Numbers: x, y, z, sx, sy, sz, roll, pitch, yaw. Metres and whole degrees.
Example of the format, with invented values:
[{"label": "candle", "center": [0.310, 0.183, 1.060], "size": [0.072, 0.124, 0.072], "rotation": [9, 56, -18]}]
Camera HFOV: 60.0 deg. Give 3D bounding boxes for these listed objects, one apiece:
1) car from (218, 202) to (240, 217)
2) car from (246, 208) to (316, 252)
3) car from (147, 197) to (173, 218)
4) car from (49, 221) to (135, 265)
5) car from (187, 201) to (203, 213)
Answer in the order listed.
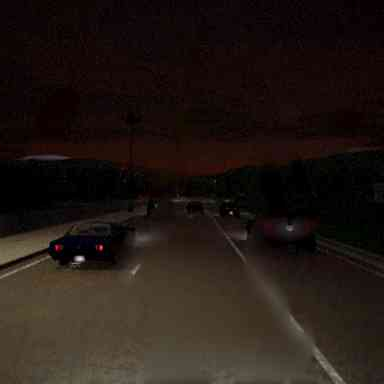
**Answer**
[{"label": "car", "center": [3.840, 1.800, 34.889], "size": [1.837, 1.490, 4.892], "rotation": [0, 0, 0]}, {"label": "car", "center": [3.702, 1.478, 14.613], "size": [2.097, 1.767, 4.553], "rotation": [0, 0, 0]}, {"label": "car", "center": [-3.171, 1.499, 33.291], "size": [2.150, 2.045, 5.566], "rotation": [0, 0, 0]}, {"label": "car", "center": [-3.319, 1.701, 12.113], "size": [1.895, 1.301, 4.718], "rotation": [0, 0, 0]}, {"label": "car", "center": [0.395, 1.834, 42.484], "size": [1.882, 1.535, 5.008], "rotation": [0, 0, 0]}]
